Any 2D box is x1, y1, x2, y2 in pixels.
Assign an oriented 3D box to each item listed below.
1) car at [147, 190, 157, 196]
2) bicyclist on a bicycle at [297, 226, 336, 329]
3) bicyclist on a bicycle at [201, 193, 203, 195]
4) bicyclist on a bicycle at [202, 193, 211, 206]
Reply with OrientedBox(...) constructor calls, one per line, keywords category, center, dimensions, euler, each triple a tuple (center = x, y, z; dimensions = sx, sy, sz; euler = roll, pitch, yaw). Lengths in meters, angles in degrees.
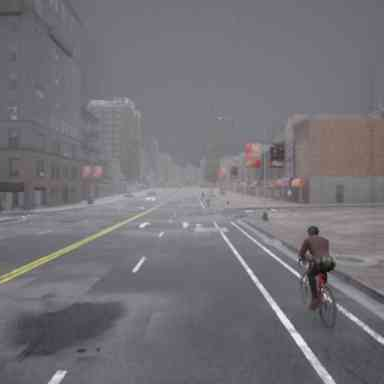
OrientedBox(category="car", center=(-9.773, 0.287, 81.232), dimensions=(1.994, 1.385, 4.181), euler=(0, 1, 0))
OrientedBox(category="bicyclist on a bicycle", center=(2.246, 1.453, 6.020), dimensions=(0.582, 1.620, 1.656), euler=(0, 0, 0))
OrientedBox(category="bicyclist on a bicycle", center=(2.230, 0.785, 68.210), dimensions=(0.659, 1.776, 1.843), euler=(0, 1, 0))
OrientedBox(category="bicyclist on a bicycle", center=(2.255, 1.260, 46.902), dimensions=(0.866, 1.612, 1.509), euler=(0, 1, 0))
